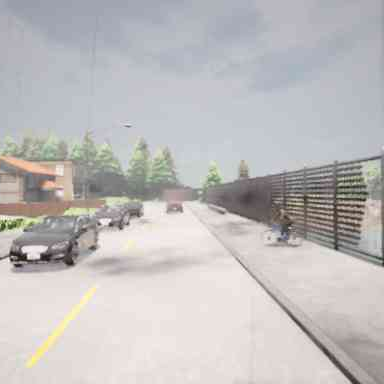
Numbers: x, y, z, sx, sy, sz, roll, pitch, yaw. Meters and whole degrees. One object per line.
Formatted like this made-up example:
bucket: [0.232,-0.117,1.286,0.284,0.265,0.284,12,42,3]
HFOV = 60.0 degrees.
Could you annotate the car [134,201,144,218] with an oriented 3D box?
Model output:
car: [-5.790,1.632,32.474,1.882,1.535,5.008,-1,0,-3]

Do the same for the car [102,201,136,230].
car: [-5.232,1.617,22.009,2.128,1.511,4.902,-1,0,-3]

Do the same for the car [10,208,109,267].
car: [-4.679,1.589,11.986,2.128,1.511,4.902,-1,0,-3]

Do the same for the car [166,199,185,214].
car: [-1.934,1.629,37.400,1.812,1.442,4.674,-1,0,-3]

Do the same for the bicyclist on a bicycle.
bicyclist on a bicycle: [3.421,1.318,12.702,1.656,1.620,0.582,0,0,-3]

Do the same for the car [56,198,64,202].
car: [-19.802,1.538,46.537,3.633,1.501,1.845,-1,0,-3]

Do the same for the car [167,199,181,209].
car: [-2.579,1.735,48.199,1.895,1.301,4.718,-1,0,-3]
